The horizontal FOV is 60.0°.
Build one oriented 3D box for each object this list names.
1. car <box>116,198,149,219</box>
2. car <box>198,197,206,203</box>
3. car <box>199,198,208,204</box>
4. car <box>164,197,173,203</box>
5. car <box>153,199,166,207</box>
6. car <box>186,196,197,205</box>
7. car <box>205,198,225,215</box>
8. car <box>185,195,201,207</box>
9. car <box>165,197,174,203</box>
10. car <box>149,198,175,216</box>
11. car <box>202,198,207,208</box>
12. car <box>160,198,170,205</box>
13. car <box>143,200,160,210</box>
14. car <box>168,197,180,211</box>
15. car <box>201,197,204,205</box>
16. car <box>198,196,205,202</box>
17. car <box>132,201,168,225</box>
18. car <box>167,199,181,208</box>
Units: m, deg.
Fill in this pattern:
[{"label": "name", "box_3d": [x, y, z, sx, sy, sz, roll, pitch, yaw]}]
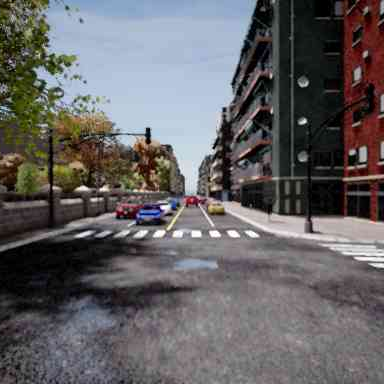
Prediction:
[{"label": "car", "box_3d": [-5.703, 1.483, 31.106, 2.192, 1.841, 5.009, 0, 0, 0]}, {"label": "car", "box_3d": [2.661, 2.066, 86.459, 1.947, 1.339, 4.313, 0, 0, 0]}, {"label": "car", "box_3d": [2.664, 1.975, 75.389, 1.887, 1.381, 4.507, 0, 0, 0]}, {"label": "car", "box_3d": [-5.718, 1.990, 80.751, 1.752, 1.417, 4.829, 0, 0, 0]}, {"label": "car", "box_3d": [-5.711, 1.912, 58.780, 1.802, 1.307, 4.206, 0, 0, 0]}, {"label": "car", "box_3d": [-0.020, 1.726, 66.814, 2.097, 1.767, 4.553, 0, 0, 0]}, {"label": "car", "box_3d": [2.676, 1.725, 36.813, 1.752, 1.417, 4.829, 0, 0, 0]}, {"label": "car", "box_3d": [-0.016, 1.537, 56.455, 2.150, 2.045, 5.566, 0, 0, 0]}, {"label": "car", "box_3d": [-5.720, 2.052, 86.456, 2.008, 1.369, 4.403, 0, 0, 0]}, {"label": "car", "box_3d": [-3.119, 1.717, 35.230, 1.812, 1.442, 4.674, 0, 0, 1]}, {"label": "car", "box_3d": [2.674, 1.776, 42.178, 1.887, 1.381, 4.507, 0, 0, 0]}, {"label": "car", "box_3d": [-5.714, 1.979, 69.850, 1.802, 1.307, 4.206, 0, 0, 0]}, {"label": "car", "box_3d": [-5.708, 1.809, 47.710, 1.887, 1.381, 4.507, 0, 0, 0]}, {"label": "car", "box_3d": [-3.094, 1.729, 45.534, 1.882, 1.535, 5.008, 0, 0, 0]}, {"label": "car", "box_3d": [2.673, 1.815, 47.714, 2.008, 1.369, 4.403, 0, 0, 0]}, {"label": "car", "box_3d": [2.658, 1.976, 91.994, 1.967, 1.590, 4.097, 0, 0, 0]}, {"label": "car", "box_3d": [-3.108, 1.662, 25.506, 1.812, 1.442, 4.674, 0, 0, 0]}, {"label": "car", "box_3d": [-3.031, 1.881, 56.676, 1.994, 1.385, 4.181, 0, 0, 1]}]
